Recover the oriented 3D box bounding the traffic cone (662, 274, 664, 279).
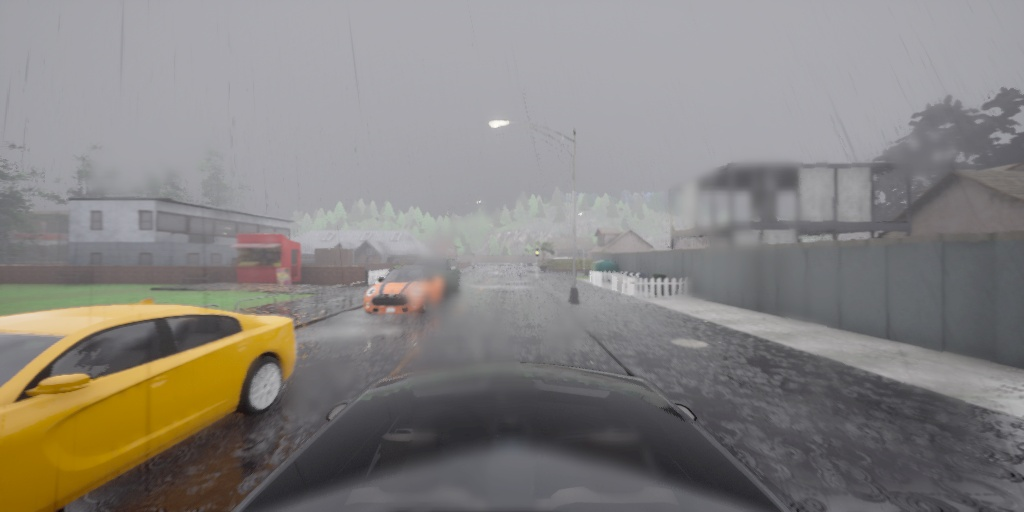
[{"bbox_3d":[16.326,1.936,39.685,0.344,0.586,0.344,0,0,0],"label":"traffic cone"}]

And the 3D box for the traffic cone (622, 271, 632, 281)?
[{"bbox_3d":[10.397,1.852,32.474,0.344,0.586,0.344,0,0,0],"label":"traffic cone"}]

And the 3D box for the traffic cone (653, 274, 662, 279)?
[{"bbox_3d":[15.806,1.900,38.966,0.344,0.586,0.344,0,0,0],"label":"traffic cone"}]

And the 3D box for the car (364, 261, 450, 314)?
[{"bbox_3d":[-3.998,1.215,14.057,2.097,1.767,4.553,0,0,0],"label":"car"}]

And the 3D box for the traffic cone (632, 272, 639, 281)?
[{"bbox_3d":[11.397,1.837,33.514,0.344,0.586,0.344,0,0,0],"label":"traffic cone"}]

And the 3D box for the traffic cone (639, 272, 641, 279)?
[{"bbox_3d":[11.758,1.846,34.083,0.344,0.586,0.344,0,0,0],"label":"traffic cone"}]

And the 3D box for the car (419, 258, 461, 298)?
[{"bbox_3d":[-4.055,1.114,19.062,2.150,2.045,5.566,0,0,0],"label":"car"}]

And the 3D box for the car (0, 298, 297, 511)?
[{"bbox_3d":[-4.098,1.233,3.195,1.882,1.535,5.008,0,-1,0],"label":"car"}]
